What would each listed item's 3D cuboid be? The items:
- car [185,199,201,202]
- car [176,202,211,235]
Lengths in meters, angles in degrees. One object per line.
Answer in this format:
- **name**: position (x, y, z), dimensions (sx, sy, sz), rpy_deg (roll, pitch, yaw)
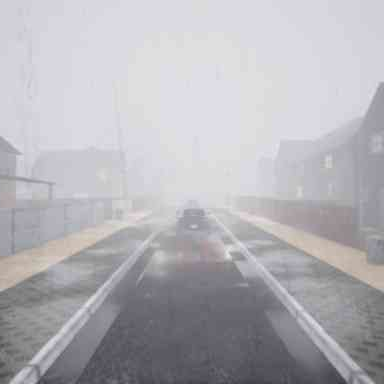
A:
- **car**: position (0.097, 1.539, 40.227), dimensions (1.812, 1.442, 4.674), rpy_deg (0, 0, 0)
- **car**: position (0.099, 1.536, 18.854), dimensions (1.812, 1.442, 4.674), rpy_deg (0, 0, 0)
